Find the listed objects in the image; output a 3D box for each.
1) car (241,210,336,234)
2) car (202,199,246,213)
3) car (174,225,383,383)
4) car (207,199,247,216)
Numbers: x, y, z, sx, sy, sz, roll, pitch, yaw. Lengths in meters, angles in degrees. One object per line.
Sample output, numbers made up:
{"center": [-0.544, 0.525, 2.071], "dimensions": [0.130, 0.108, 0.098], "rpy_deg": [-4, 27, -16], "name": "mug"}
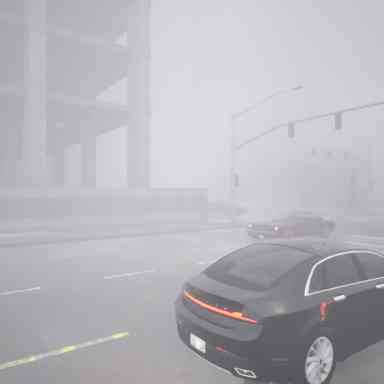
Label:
{"center": [4.753, 1.601, 15.720], "dimensions": [4.718, 1.301, 1.895], "rpy_deg": [0, 0, -38], "name": "car"}
{"center": [3.557, 1.547, 38.330], "dimensions": [2.033, 1.411, 5.357], "rpy_deg": [0, 0, -36], "name": "car"}
{"center": [2.052, 1.505, 5.255], "dimensions": [4.892, 1.490, 1.837], "rpy_deg": [0, 0, -35], "name": "car"}
{"center": [3.073, 1.547, 33.037], "dimensions": [2.033, 1.411, 5.357], "rpy_deg": [0, 0, -36], "name": "car"}
